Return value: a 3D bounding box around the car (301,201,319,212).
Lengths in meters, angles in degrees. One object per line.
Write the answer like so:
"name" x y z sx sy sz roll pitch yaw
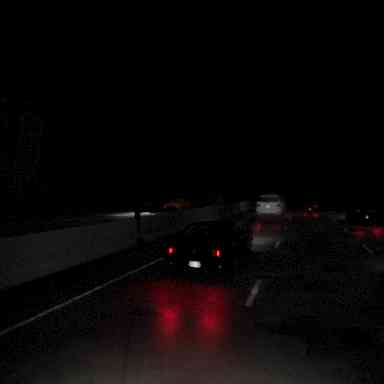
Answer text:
"car" 14.261 1.734 40.290 1.895 1.301 4.718 0 -1 18

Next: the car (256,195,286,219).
"car" 7.100 1.271 29.847 2.150 2.045 5.566 0 0 18

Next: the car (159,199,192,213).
"car" -1.559 1.506 37.681 1.882 1.535 5.008 0 0 19

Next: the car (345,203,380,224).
"car" 13.099 1.557 25.706 2.128 1.511 4.902 0 0 18

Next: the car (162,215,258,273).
"car" 0.784 1.613 10.863 1.895 1.301 4.718 0 0 18

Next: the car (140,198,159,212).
"car" -4.838 1.510 38.906 2.128 1.511 4.902 0 0 19

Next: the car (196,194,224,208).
"car" 2.158 1.258 37.763 2.150 2.045 5.566 0 0 19
